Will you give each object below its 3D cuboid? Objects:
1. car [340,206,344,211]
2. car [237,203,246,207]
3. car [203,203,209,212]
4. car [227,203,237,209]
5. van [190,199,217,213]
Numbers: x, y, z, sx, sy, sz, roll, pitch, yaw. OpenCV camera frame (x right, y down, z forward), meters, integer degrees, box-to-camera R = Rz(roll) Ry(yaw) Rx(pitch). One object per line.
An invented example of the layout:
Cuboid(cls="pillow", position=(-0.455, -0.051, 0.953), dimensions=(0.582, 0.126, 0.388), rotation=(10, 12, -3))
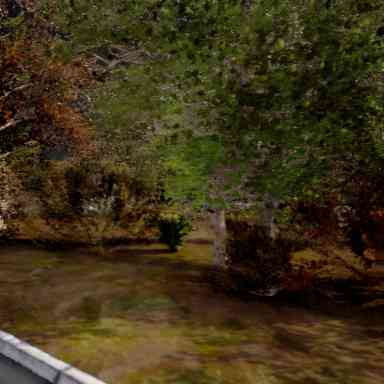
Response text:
Cuboid(cls="car", position=(17.499, 2.325, 38.314), dimensions=(2.002, 1.452, 4.674), rotation=(0, 0, 35))
Cuboid(cls="car", position=(8.438, 2.289, 44.727), dimensions=(2.163, 1.488, 4.792), rotation=(0, 0, 35))
Cuboid(cls="car", position=(3.915, 2.277, 47.947), dimensions=(2.163, 1.488, 4.792), rotation=(0, 0, 35))
Cuboid(cls="car", position=(6.302, 2.250, 46.511), dimensions=(1.946, 1.575, 5.366), rotation=(0, 0, 35))
Cuboid(cls="van", position=(1.741, 2.016, 49.674), dimensions=(1.878, 1.987, 4.442), rotation=(0, 0, 35))
